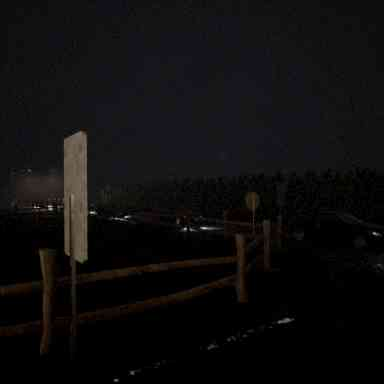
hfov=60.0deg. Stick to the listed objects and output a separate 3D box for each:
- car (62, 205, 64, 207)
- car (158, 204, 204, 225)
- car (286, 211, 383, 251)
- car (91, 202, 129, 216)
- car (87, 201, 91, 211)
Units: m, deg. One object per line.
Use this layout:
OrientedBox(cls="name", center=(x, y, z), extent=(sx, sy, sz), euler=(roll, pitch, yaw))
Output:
OrientedBox(cls="car", center=(-21.493, 2.049, 58.874), extent=(1.994, 1.385, 4.181), euler=(0, 0, -35))
OrientedBox(cls="car", center=(-1.076, 1.664, 25.110), extent=(1.837, 1.490, 4.892), euler=(0, 1, -35))
OrientedBox(cls="car", center=(6.355, 1.585, 14.668), extent=(1.812, 1.442, 4.674), euler=(0, 0, -35))
OrientedBox(cls="car", center=(-8.695, 1.818, 35.821), extent=(2.033, 1.411, 5.357), euler=(0, 0, -36))
OrientedBox(cls="car", center=(-14.729, 1.712, 44.343), extent=(2.097, 1.767, 4.553), euler=(0, 0, -34))
